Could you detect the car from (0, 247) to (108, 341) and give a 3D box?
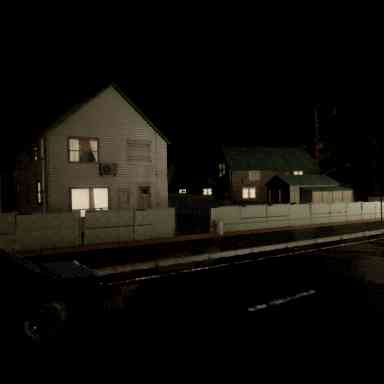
[{"bbox_3d":[-3.827,1.601,4.946,4.718,1.301,1.895,0,0,-35],"label":"car"}]
